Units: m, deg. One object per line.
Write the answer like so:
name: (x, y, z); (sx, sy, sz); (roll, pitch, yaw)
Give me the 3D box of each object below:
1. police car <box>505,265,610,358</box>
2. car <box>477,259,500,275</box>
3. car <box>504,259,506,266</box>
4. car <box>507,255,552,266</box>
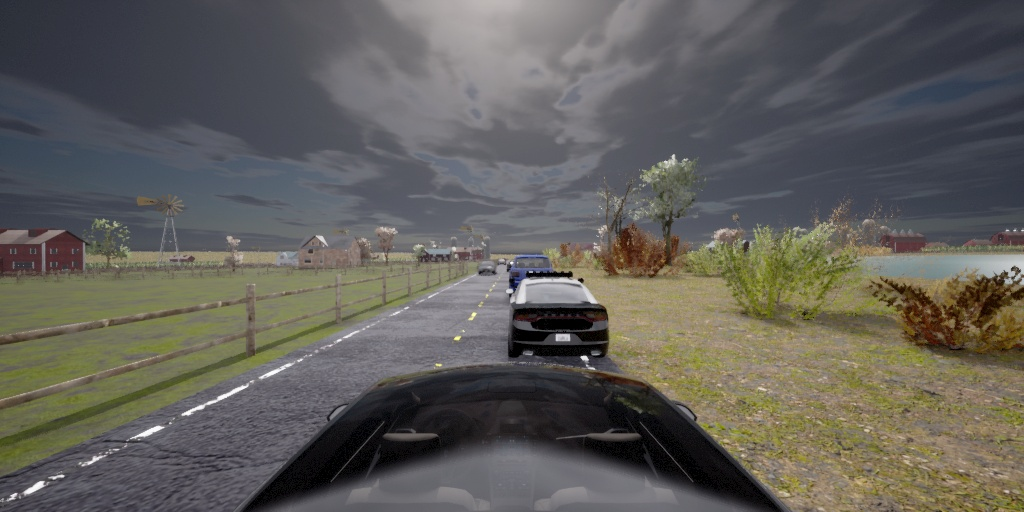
police car: (0.876, 1.174, 8.638); (1.930, 1.638, 5.238); (0, 0, 0)
car: (-2.596, 1.266, 38.548); (1.837, 1.490, 4.892); (0, 0, 0)
car: (0.333, 1.334, 46.315); (1.994, 1.385, 4.181); (0, 0, 2)
car: (0.943, 0.974, 18.557); (2.150, 2.045, 5.566); (0, 0, 0)
